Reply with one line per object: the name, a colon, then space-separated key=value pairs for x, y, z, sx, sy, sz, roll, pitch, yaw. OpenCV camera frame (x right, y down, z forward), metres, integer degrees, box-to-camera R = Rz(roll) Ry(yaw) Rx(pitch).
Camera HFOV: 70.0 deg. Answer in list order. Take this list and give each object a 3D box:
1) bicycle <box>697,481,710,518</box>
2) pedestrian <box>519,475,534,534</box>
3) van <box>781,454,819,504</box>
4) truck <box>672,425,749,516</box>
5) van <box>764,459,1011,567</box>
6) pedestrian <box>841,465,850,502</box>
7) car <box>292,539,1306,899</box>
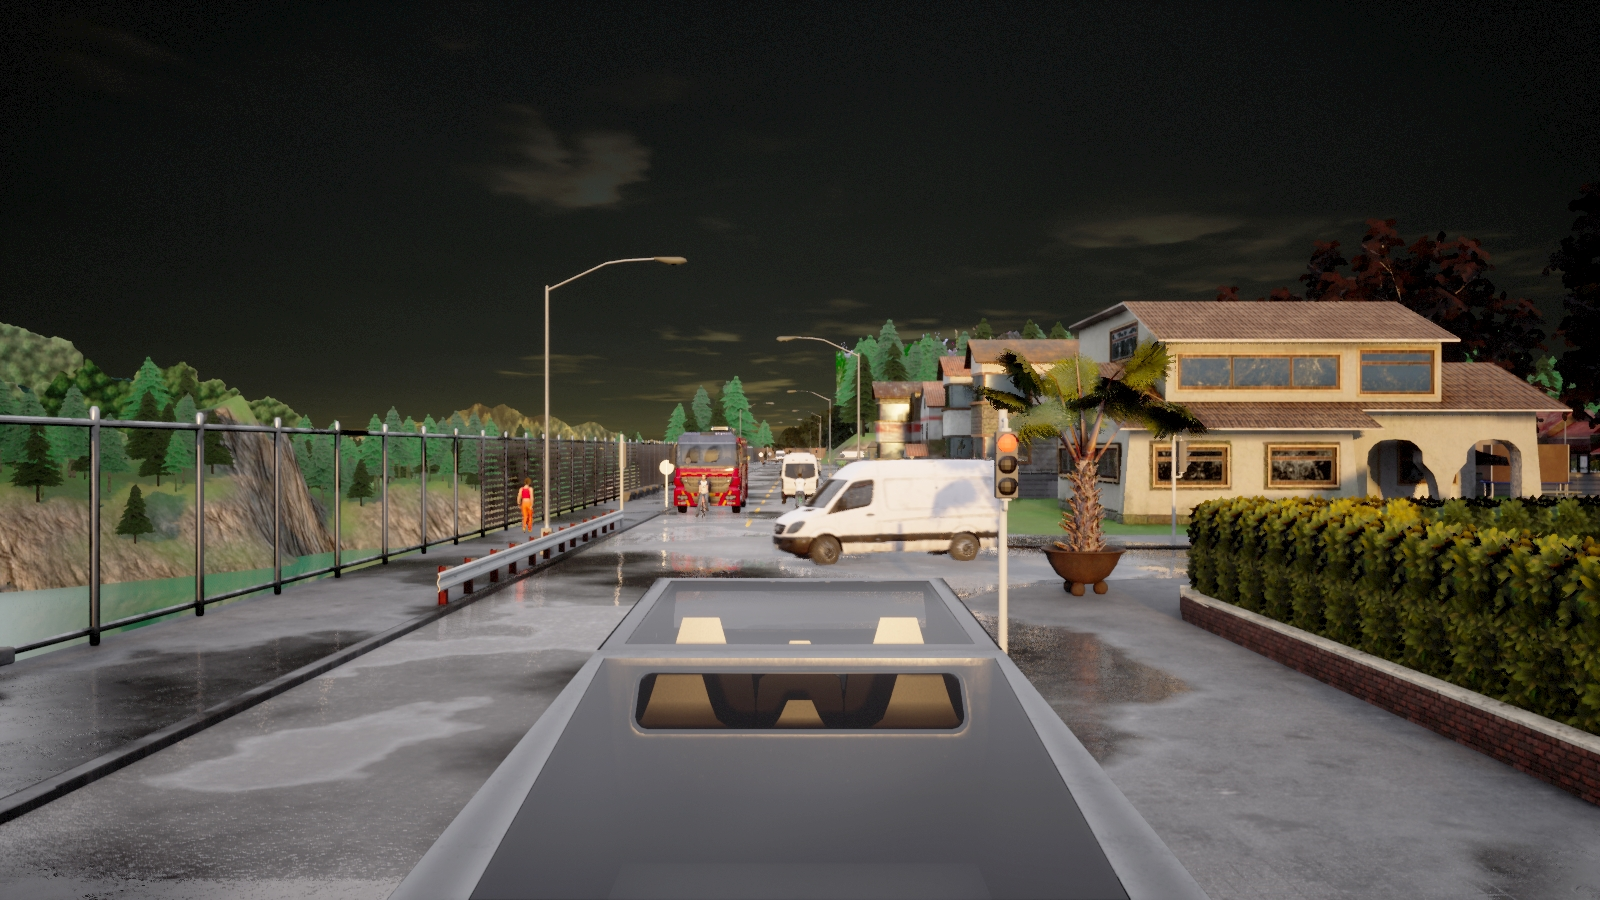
bicycle: x=-3.996 y=2.038 z=47.352 sx=0.373 sy=1.496 sz=1.643 roll=0 pitch=0 yaw=0
pedestrian: x=-8.704 y=1.730 z=36.397 sx=0.375 sy=1.860 sz=0.375 roll=0 pitch=0 yaw=1
van: x=0.002 y=1.511 z=62.210 sx=1.988 sy=2.561 sz=5.915 roll=0 pitch=0 yaw=0
truck: x=-3.997 y=0.871 z=52.639 sx=2.891 sy=3.827 sz=8.468 roll=0 pitch=0 yaw=0
van: x=2.217 y=1.523 z=29.012 sx=5.915 sy=2.561 sz=1.988 roll=0 pitch=-1 yaw=-17
pedestrian: x=2.311 y=1.697 z=58.502 sx=0.375 sy=1.860 sz=0.375 roll=0 pitch=0 yaw=-15
car: x=-0.001 y=1.751 z=5.830 sx=2.390 sy=2.098 sz=6.274 roll=0 pitch=0 yaw=0
